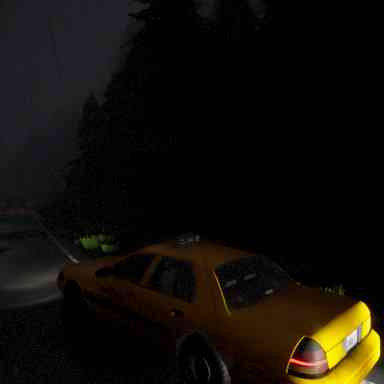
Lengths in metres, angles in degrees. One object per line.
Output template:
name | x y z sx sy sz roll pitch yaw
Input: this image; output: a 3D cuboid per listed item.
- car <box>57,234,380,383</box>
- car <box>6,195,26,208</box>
car | -0.255 1.418 5.081 5.366 1.575 1.801 1 1 44
car | -21.140 1.060 40.054 2.128 1.511 4.902 -2 2 -26
